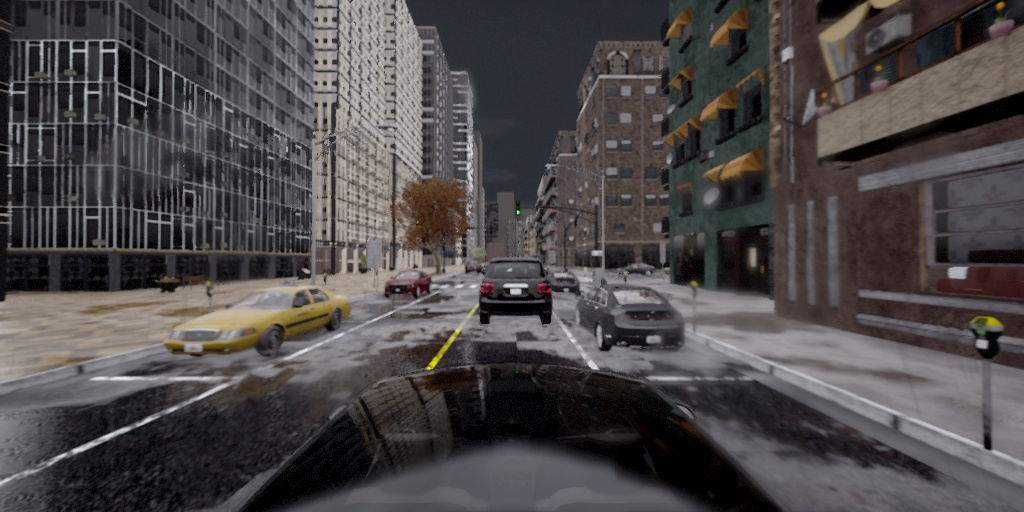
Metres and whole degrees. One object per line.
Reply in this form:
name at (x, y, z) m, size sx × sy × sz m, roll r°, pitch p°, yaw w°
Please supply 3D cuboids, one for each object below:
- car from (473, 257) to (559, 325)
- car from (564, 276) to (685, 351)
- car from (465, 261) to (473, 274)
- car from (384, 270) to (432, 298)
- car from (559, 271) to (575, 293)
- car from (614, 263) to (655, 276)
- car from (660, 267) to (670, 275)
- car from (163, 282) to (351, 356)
car at (0.103, 1.076, 12.364) m, size 2.150 × 2.045 × 5.566 m, roll 0°, pitch 0°, yaw 0°
car at (2.692, 1.371, 8.975) m, size 2.007 × 1.370 × 4.403 m, roll 0°, pitch 0°, yaw 0°
car at (-5.665, 1.587, 52.430) m, size 2.192 × 1.841 × 5.009 m, roll 0°, pitch 0°, yaw 0°
car at (-5.682, 1.476, 20.045) m, size 1.888 × 1.381 × 4.507 m, roll 0°, pitch 0°, yaw 0°
car at (2.698, 1.482, 20.040) m, size 2.007 × 1.370 × 4.403 m, roll 0°, pitch 0°, yaw 0°
car at (13.454, 1.473, 39.451) m, size 4.403 × 1.370 × 2.007 m, roll 0°, pitch 0°, yaw -1°
car at (18.851, 1.372, 39.504) m, size 4.829 × 1.417 × 1.751 m, roll 0°, pitch 0°, yaw -1°
car at (-5.688, 1.346, 8.810) m, size 1.751 × 1.417 × 4.829 m, roll 0°, pitch 0°, yaw 0°
